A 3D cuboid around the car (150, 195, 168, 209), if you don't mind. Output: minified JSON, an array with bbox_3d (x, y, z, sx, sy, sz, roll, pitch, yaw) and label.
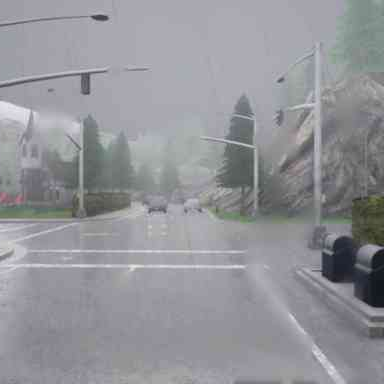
[{"bbox_3d":[-4.670,1.344,46.786,2.097,1.767,4.553,0,0,-11],"label":"car"}]

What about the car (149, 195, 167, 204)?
[{"bbox_3d":[-6.666,1.467,64.816,1.882,1.535,5.008,0,0,-25],"label":"car"}]

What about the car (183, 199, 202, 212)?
[{"bbox_3d":[0.029,1.519,38.750,1.812,1.442,4.674,0,0,-3],"label":"car"}]

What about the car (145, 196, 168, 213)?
[{"bbox_3d":[-3.739,1.499,36.667,1.837,1.490,4.892,0,0,-2],"label":"car"}]

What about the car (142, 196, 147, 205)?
[{"bbox_3d":[-7.154,1.495,56.631,1.837,1.490,4.892,0,0,-20],"label":"car"}]
